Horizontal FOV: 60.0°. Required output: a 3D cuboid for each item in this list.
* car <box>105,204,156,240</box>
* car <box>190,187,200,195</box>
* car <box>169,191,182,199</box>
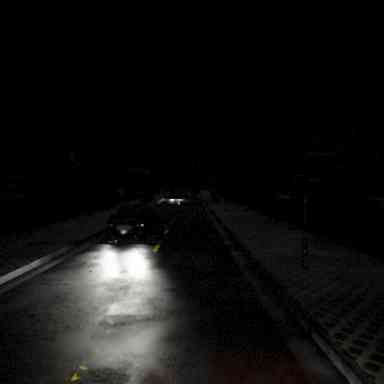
[{"bbox_3d":[-2.854,1.381,16.314,2.128,1.511,4.902,0,1,0],"label":"car"},{"bbox_3d":[0.945,-0.051,77.468,1.812,1.442,4.674,0,2,0],"label":"car"},{"bbox_3d":[-2.819,0.518,57.789,1.994,1.385,4.181,0,2,0],"label":"car"}]
